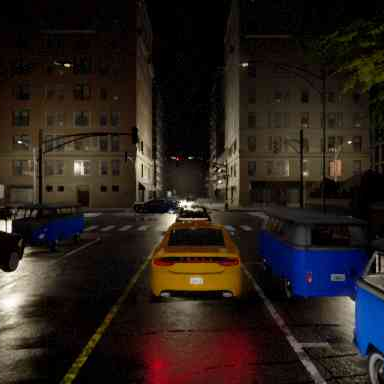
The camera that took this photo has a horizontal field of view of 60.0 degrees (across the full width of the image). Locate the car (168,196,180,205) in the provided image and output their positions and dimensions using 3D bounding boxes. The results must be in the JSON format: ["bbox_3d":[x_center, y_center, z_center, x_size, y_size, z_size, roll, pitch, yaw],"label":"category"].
[{"bbox_3d":[-3.129,1.461,59.138,1.882,1.535,5.008,0,0,0],"label":"car"}]

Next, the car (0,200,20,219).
[{"bbox_3d":[-17.904,1.487,28.880,4.902,1.511,2.128,0,0,-1],"label":"car"}]

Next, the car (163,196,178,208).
[{"bbox_3d":[-3.055,1.463,48.954,1.882,1.535,5.008,0,0,0],"label":"car"}]

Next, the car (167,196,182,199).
[{"bbox_3d":[-3.867,1.496,35.705,4.892,1.490,1.837,0,0,-1],"label":"car"}]

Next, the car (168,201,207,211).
[{"bbox_3d":[0.074,1.486,17.995,2.128,1.511,4.902,0,0,0],"label":"car"}]

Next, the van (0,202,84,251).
[{"bbox_3d":[-5.798,1.338,13.676,1.690,1.788,3.998,0,0,0],"label":"van"}]

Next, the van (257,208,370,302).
[{"bbox_3d":[2.704,1.340,7.989,1.690,1.788,3.998,0,0,0],"label":"van"}]

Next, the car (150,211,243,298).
[{"bbox_3d":[0.113,1.477,8.576,1.882,1.535,5.008,0,0,1],"label":"car"}]

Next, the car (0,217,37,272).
[{"bbox_3d":[-5.823,1.544,8.016,1.887,1.381,4.507,0,0,0],"label":"car"}]

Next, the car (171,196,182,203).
[{"bbox_3d":[-3.148,1.523,69.727,2.033,1.411,5.357,0,0,-1],"label":"car"}]

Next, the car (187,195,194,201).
[{"bbox_3d":[-0.322,1.584,89.244,1.895,1.301,4.718,0,0,-1],"label":"car"}]

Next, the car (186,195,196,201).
[{"bbox_3d":[-0.161,1.338,72.428,2.097,1.767,4.553,0,0,-1],"label":"car"}]

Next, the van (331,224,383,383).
[{"bbox_3d":[2.679,1.341,2.331,1.690,1.788,3.998,0,0,0],"label":"van"}]

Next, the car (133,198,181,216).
[{"bbox_3d":[-3.384,1.550,32.460,4.181,1.385,1.994,0,0,-1],"label":"car"}]
